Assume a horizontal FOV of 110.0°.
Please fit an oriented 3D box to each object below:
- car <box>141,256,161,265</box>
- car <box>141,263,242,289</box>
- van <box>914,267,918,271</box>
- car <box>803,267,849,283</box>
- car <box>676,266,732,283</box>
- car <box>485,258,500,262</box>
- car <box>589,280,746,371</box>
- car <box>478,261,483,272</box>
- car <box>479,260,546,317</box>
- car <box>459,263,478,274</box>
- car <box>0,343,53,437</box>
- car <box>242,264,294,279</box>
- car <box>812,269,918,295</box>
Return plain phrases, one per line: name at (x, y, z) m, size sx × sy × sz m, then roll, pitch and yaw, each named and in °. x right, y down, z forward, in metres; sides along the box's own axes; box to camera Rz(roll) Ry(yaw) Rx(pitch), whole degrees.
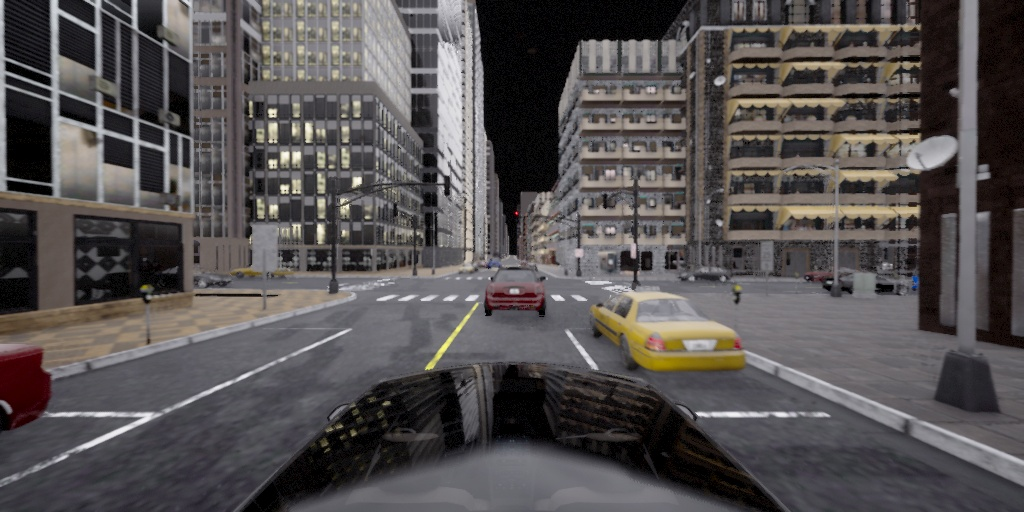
car at (-33.604, 0.889, 31.356) m, size 5.009 × 1.841 × 2.192 m, roll 0°, pitch 0°, yaw 1°
car at (-20.279, 1.329, 22.812) m, size 4.403 × 1.370 × 2.007 m, roll 0°, pitch 0°, yaw 1°
van at (27.256, 1.519, 22.096) m, size 3.998 × 1.789 × 1.690 m, roll 0°, pitch 0°, yaw 1°
car at (27.384, 1.635, 30.475) m, size 4.507 × 1.381 × 1.888 m, roll 0°, pitch 0°, yaw 1°
car at (16.319, 1.549, 30.635) m, size 4.403 × 1.370 × 2.007 m, roll 0°, pitch 0°, yaw 1°
car at (-3.015, 1.323, 62.293) m, size 2.150 × 2.045 × 5.566 m, roll 0°, pitch 0°, yaw 1°
car at (2.821, 1.309, 7.671) m, size 1.751 × 1.417 × 4.829 m, roll 0°, pitch 0°, yaw 0°
car at (-5.674, 1.602, 51.112) m, size 1.948 × 1.339 × 4.313 m, roll 0°, pitch 0°, yaw 0°
car at (0.229, 1.172, 13.794) m, size 2.097 × 1.767 × 4.553 m, roll 0°, pitch 0°, yaw 4°
car at (-5.676, 1.529, 45.288) m, size 1.751 × 1.417 × 4.829 m, roll 0°, pitch 0°, yaw 0°
car at (-5.821, 1.296, 1.917) m, size 1.888 × 1.381 × 4.507 m, roll 0°, pitch 0°, yaw 0°
car at (-21.657, 1.205, 31.147) m, size 4.829 × 1.417 × 1.751 m, roll 0°, pitch 0°, yaw 1°
car at (21.723, 1.698, 22.175) m, size 4.313 × 1.339 × 1.948 m, roll 0°, pitch 0°, yaw 1°
